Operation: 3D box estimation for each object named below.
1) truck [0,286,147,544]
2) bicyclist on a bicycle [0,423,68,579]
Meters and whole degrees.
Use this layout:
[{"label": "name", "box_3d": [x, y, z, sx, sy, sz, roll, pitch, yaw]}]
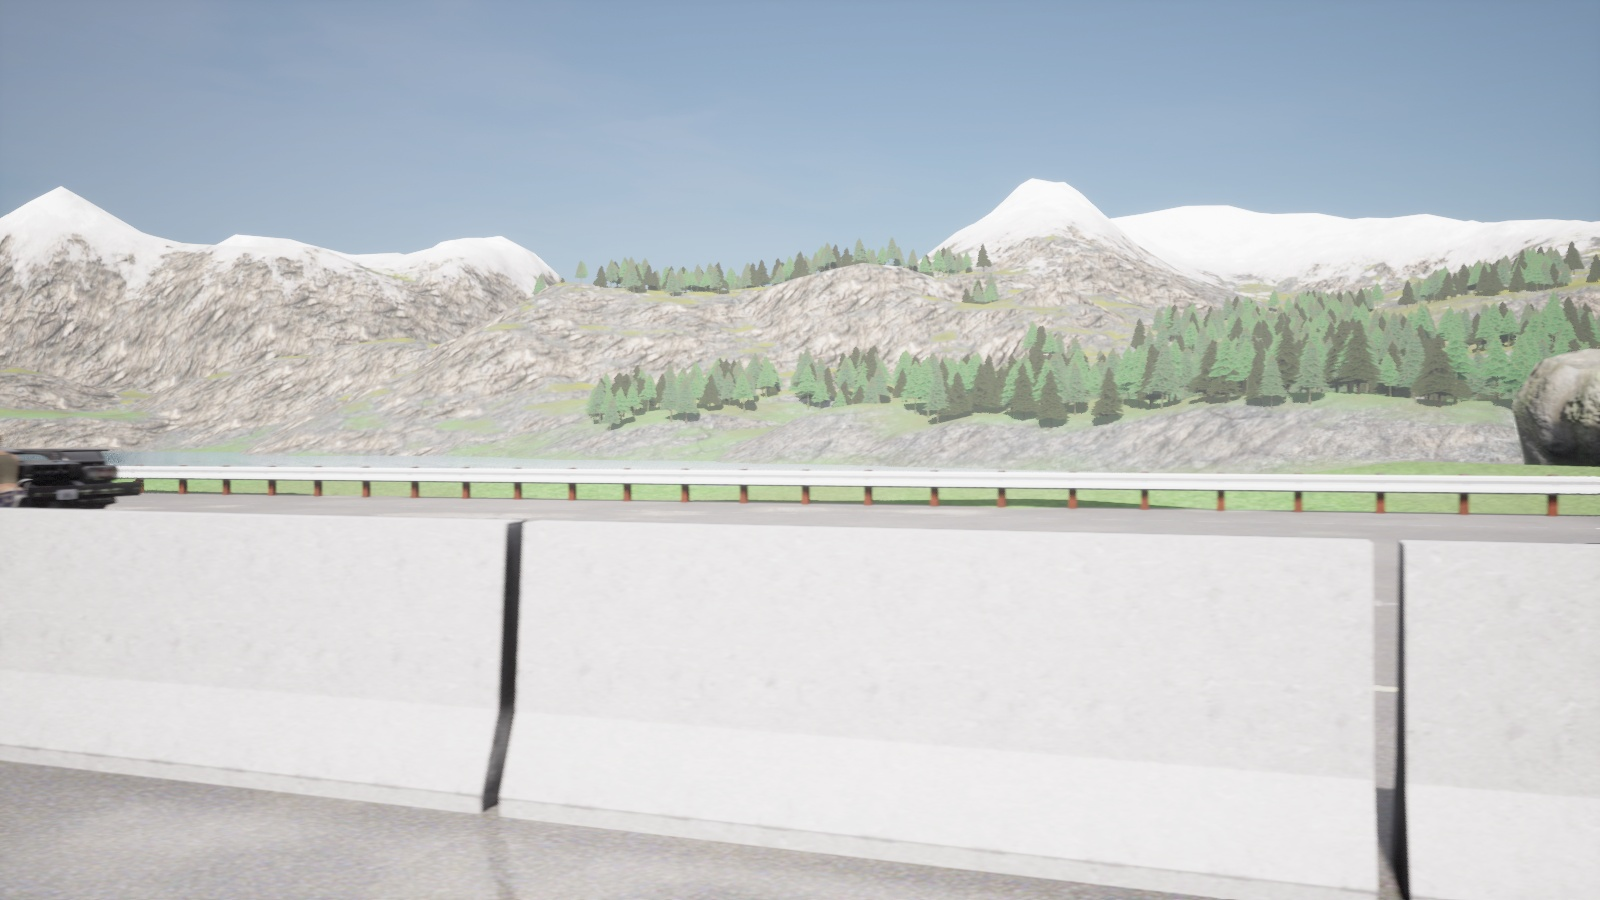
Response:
[{"label": "truck", "box_3d": [-14.183, -0.513, 19.028, 7.936, 3.462, 2.891, 1, 1, 19]}, {"label": "bicyclist on a bicycle", "box_3d": [-8.851, 0.513, 13.552, 1.509, 1.612, 0.866, 1, 1, 19]}]
